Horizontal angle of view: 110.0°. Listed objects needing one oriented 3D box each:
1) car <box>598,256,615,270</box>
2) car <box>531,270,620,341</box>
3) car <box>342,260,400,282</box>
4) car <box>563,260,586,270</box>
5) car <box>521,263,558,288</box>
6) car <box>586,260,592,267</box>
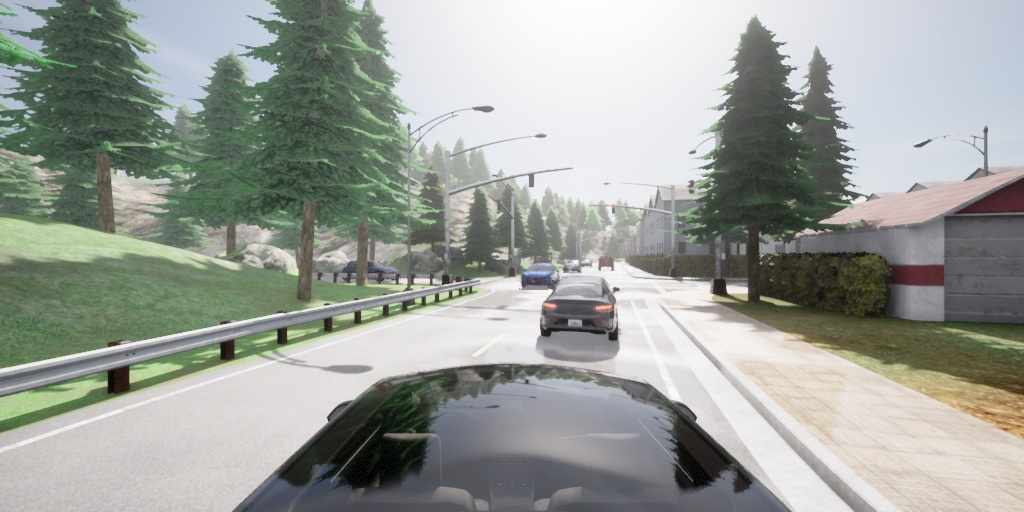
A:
[{"bbox_3d":[13.968,0.969,53.128,2.150,2.045,5.566,0,0,16],"label":"car"},{"bbox_3d":[1.960,1.275,9.924,1.812,1.442,4.674,0,0,15],"label":"car"},{"bbox_3d":[-11.349,1.117,29.000,4.553,1.767,2.097,0,0,15],"label":"car"},{"bbox_3d":[7.281,1.240,42.895,2.128,1.511,4.902,0,0,16],"label":"car"},{"bbox_3d":[1.936,1.235,23.704,1.882,1.535,5.008,0,0,16],"label":"car"},{"bbox_3d":[13.206,1.312,63.906,1.994,1.385,4.181,0,0,16],"label":"car"}]
